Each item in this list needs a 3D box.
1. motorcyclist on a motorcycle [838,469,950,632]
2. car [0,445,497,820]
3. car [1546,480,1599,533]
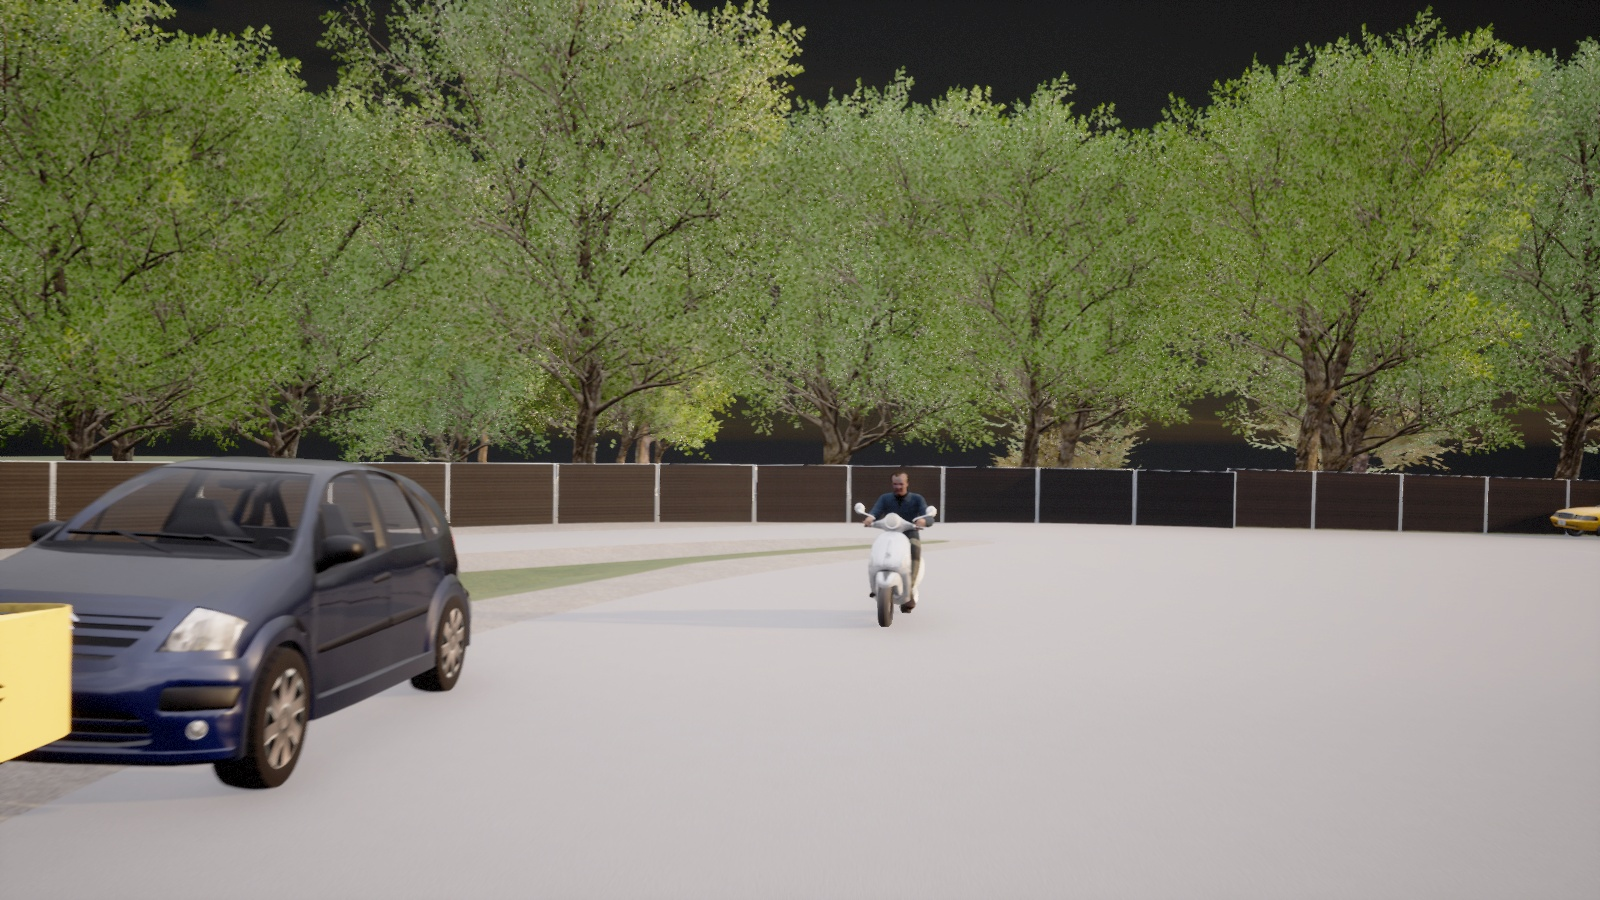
[{"bbox_3d":[1.036,1.010,13.366,0.866,1.590,1.817,0,-1,14],"label":"motorcyclist on a motorcycle"},{"bbox_3d":[-3.334,0.833,7.581,1.851,1.617,3.988,2,-1,2],"label":"car"},{"bbox_3d":[27.893,1.939,41.562,5.366,1.575,1.801,2,2,-5],"label":"car"}]
